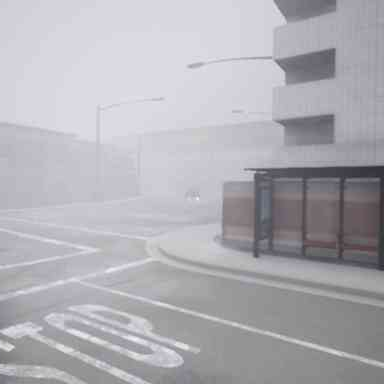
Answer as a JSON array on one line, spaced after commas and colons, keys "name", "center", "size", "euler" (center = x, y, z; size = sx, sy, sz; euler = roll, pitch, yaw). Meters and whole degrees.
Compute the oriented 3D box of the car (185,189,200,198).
[{"name": "car", "center": [0.030, 0.163, 50.520], "size": [1.994, 1.385, 4.181], "euler": [1, 1, -5]}]
